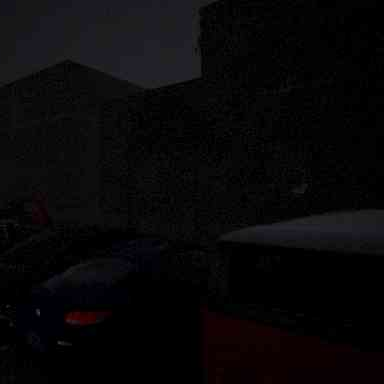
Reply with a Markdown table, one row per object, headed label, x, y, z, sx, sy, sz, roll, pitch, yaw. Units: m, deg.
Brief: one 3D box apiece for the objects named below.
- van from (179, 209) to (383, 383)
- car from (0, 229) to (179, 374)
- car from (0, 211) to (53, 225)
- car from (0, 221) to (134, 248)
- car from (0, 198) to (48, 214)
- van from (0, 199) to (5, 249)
| label | x | y | z | sx | sy | sz | roll | pitch | yaw |
| --- | --- | --- | --- | --- | --- | --- | --- | --- | --- |
| van | 1.965 | 1.254 | 4.097 | 1.878 | 1.987 | 4.442 | 0 | 0 | 35 |
| car | -0.469 | 1.519 | 5.686 | 2.002 | 1.452 | 4.674 | 0 | 0 | 35 |
| car | -4.894 | 1.482 | 8.838 | 2.231 | 1.521 | 4.892 | 0 | 0 | 35 |
| car | -2.646 | 1.508 | 7.206 | 2.163 | 1.488 | 4.792 | 0 | 0 | 36 |
| car | -7.171 | 1.231 | 10.435 | 2.435 | 2.045 | 5.566 | 0 | 0 | 36 |
| van | -9.483 | 1.261 | 11.976 | 1.878 | 1.987 | 4.442 | 0 | 0 | 36 |
